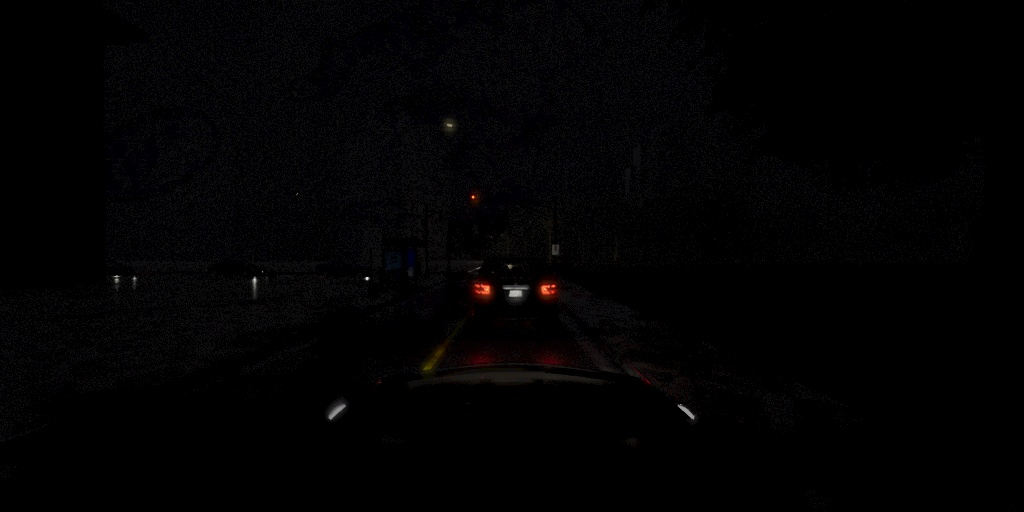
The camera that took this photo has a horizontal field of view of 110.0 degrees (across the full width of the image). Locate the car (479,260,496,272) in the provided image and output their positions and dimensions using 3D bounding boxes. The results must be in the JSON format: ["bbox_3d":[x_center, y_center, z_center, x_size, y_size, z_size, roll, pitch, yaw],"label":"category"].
[{"bbox_3d":[-3.081,1.244,46.756,2.033,1.411,5.357,0,0,-2],"label":"car"}]

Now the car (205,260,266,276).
[{"bbox_3d":[-25.342,1.169,32.986,4.892,1.490,1.837,0,1,1],"label":"car"}]

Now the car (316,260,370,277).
[{"bbox_3d":[-15.157,1.171,32.728,5.008,1.535,1.882,0,1,0],"label":"car"}]

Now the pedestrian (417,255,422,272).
[{"bbox_3d":[-10.071,0.794,38.828,0.375,1.860,0.375,0,0,1],"label":"pedestrian"}]

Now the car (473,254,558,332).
[{"bbox_3d":[0.099,0.966,11.039,2.150,2.045,5.566,0,0,0],"label":"car"}]

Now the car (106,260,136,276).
[{"bbox_3d":[-38.003,1.133,33.326,4.892,1.490,1.837,0,1,2],"label":"car"}]
